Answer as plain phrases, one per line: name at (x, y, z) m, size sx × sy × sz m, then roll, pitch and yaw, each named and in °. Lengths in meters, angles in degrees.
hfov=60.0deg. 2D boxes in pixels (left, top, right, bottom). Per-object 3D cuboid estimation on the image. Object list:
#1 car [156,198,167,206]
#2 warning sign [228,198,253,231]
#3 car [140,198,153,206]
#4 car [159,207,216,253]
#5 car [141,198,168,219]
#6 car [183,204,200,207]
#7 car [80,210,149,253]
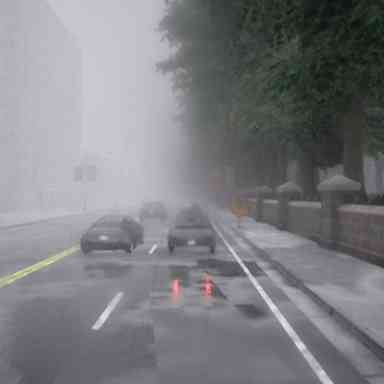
car at (-6.527, 2.132, 71.788) m, size 1.882 × 1.535 × 5.008 m, roll 0°, pitch -1°, yaw 0°
warning sign at (2.841, 1.302, 19.705) m, size 1.300 × 1.860 × 1.060 m, roll 0°, pitch -1°, yaw 0°
car at (-9.777, 2.179, 71.787) m, size 2.128 × 1.511 × 4.902 m, roll 0°, pitch -1°, yaw 0°
car at (-0.001, 1.628, 14.297) m, size 2.128 × 1.511 × 4.902 m, roll 0°, pitch 0°, yaw 0°
car at (-3.258, 1.622, 29.070) m, size 2.097 × 1.767 × 4.553 m, roll 0°, pitch -1°, yaw 0°
car at (-0.005, 1.753, 29.469) m, size 1.882 × 1.535 × 5.008 m, roll 0°, pitch 0°, yaw 0°
car at (-3.251, 1.700, 14.297) m, size 1.994 × 1.385 × 4.181 m, roll 0°, pitch 0°, yaw 0°
